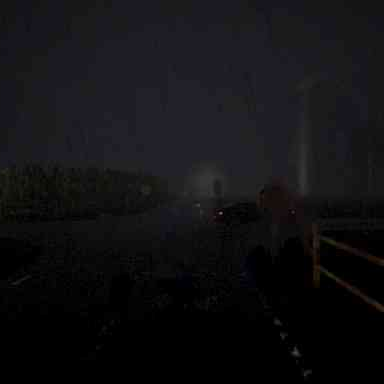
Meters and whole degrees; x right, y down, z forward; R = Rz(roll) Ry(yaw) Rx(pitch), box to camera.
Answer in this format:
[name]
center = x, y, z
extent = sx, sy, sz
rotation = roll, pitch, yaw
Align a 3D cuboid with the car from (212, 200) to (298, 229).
[car]
center = 3.441, 1.192, 18.314
extent = 4.674, 1.442, 1.812
rotation = -1, 0, -3
